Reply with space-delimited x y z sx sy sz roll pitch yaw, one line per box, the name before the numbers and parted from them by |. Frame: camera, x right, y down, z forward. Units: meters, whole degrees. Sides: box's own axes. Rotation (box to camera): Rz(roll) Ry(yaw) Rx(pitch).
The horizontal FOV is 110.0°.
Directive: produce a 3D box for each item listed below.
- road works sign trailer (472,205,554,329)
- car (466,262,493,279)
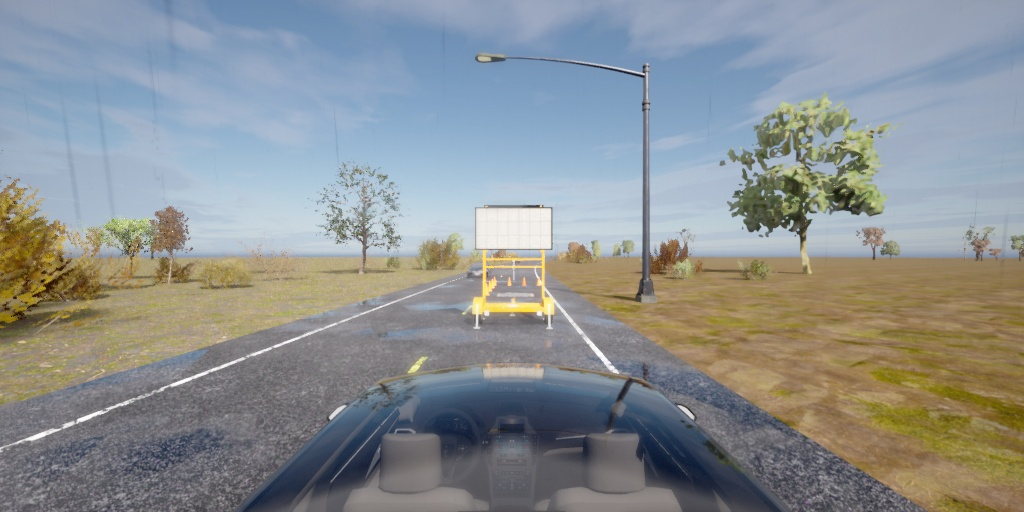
road works sign trailer | 0.057 0.213 11.239 2.380 3.560 2.880 0 0 1
car | -2.848 1.271 32.516 1.812 1.442 4.674 0 0 2
